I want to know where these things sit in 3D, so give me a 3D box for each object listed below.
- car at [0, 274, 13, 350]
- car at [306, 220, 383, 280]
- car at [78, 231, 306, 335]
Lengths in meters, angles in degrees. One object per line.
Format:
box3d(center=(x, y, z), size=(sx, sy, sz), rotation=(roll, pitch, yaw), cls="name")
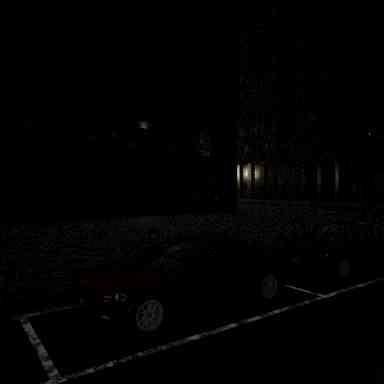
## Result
box3d(center=(-4.447, 1.544, 3.488), size=(4.507, 1.381, 1.887), rotation=(0, 0, -36), cls="car")
box3d(center=(4.539, 1.546, 9.920), size=(4.507, 1.381, 1.887), rotation=(0, 0, -36), cls="car")
box3d(center=(0.046, 1.545, 6.704), size=(4.507, 1.381, 1.887), rotation=(0, 0, -36), cls="car")
